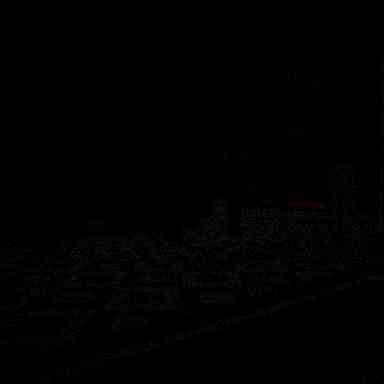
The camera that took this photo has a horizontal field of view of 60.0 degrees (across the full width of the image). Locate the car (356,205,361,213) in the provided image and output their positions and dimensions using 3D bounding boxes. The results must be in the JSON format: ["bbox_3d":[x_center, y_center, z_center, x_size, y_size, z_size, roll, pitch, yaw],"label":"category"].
[{"bbox_3d":[21.080,1.735,38.033,1.947,1.339,4.313,2,-1,-36],"label":"car"}]

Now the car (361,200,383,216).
[{"bbox_3d":[17.340,1.380,28.635,1.967,1.590,4.097,2,-1,-37],"label":"car"}]

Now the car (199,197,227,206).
[{"bbox_3d":[3.598,1.660,57.735,2.033,1.411,5.357,2,-1,-35],"label":"car"}]

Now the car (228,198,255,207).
[{"bbox_3d":[8.280,1.733,55.861,2.008,1.369,4.403,2,-1,-36],"label":"car"}]

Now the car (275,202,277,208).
[{"bbox_3d":[11.381,1.705,51.543,1.752,1.417,4.829,2,-1,-36],"label":"car"}]

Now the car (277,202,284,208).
[{"bbox_3d":[14.680,1.742,46.947,1.947,1.339,4.313,2,-1,-36],"label":"car"}]

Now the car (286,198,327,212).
[{"bbox_3d":[13.666,1.494,38.317,1.882,1.535,5.008,2,-1,-36],"label":"car"}]

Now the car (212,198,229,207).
[{"bbox_3d":[4.654,1.478,46.301,1.752,1.417,4.829,2,-1,-36],"label":"car"}]

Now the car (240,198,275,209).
[{"bbox_3d":[7.755,1.494,41.981,1.887,1.381,4.507,2,-1,-36],"label":"car"}]
